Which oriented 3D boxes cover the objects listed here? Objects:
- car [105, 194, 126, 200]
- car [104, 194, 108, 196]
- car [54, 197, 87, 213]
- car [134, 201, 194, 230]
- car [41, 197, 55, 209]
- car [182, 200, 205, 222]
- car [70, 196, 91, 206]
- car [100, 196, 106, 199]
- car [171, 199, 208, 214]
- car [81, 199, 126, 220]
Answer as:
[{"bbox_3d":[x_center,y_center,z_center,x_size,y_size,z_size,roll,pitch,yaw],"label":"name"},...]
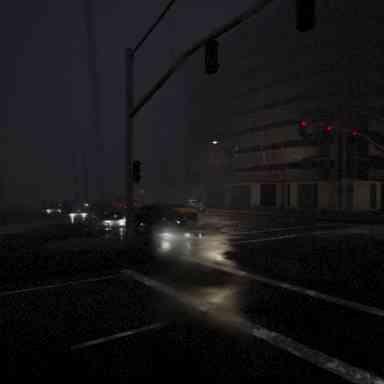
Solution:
[{"bbox_3d":[-6.813,1.407,34.245,2.097,1.767,4.553,0,0,-35],"label":"car"},{"bbox_3d":[-13.888,1.276,56.643,2.150,2.045,5.566,0,0,-35],"label":"car"},{"bbox_3d":[-13.707,1.603,37.926,2.033,1.411,5.357,0,0,-35],"label":"car"},{"bbox_3d":[-2.215,1.560,21.721,1.837,1.490,4.892,0,0,-35],"label":"car"},{"bbox_3d":[-19.750,1.533,46.503,1.882,1.535,5.008,0,0,-35],"label":"car"},{"bbox_3d":[-1.443,1.533,26.679,1.882,1.535,5.008,0,0,-35],"label":"car"},{"bbox_3d":[-19.845,1.547,58.985,2.128,1.511,4.902,0,0,-35],"label":"car"},{"bbox_3d":[-12.893,1.603,42.826,2.033,1.411,5.357,0,0,-35],"label":"car"},{"bbox_3d":[-0.351,1.581,37.542,1.812,1.442,4.674,0,0,-35],"label":"car"},{"bbox_3d":[-7.853,1.603,29.662,2.033,1.411,5.357,0,0,-35],"label":"car"}]
